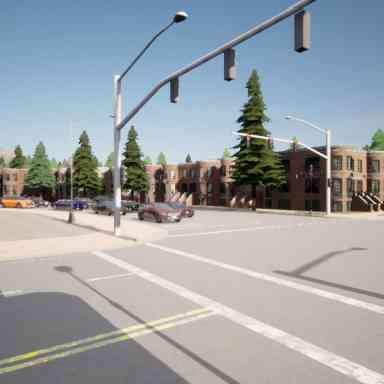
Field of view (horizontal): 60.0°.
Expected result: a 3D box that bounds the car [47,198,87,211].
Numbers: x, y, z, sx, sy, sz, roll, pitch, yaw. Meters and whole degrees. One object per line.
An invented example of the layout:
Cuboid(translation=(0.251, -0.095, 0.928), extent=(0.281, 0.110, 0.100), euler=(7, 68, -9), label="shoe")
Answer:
Cuboid(translation=(-14.971, 1.601, 39.995), extent=(4.718, 1.301, 1.895), euler=(0, 0, 38), label="car")

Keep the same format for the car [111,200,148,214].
Cuboid(translation=(-6.977, 1.601, 36.992), extent=(1.895, 1.301, 4.718), euler=(0, 0, -41), label="car")

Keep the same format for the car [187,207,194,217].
Cuboid(translation=(-1.613, 1.564, 30.066), extent=(1.994, 1.385, 4.181), euler=(0, 0, -37), label="car")

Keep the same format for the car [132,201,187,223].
Cuboid(translation=(-2.598, 1.526, 25.546), extent=(1.812, 1.442, 4.674), euler=(0, 0, -35), label="car")

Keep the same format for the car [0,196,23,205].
Cuboid(translation=(-32.892, 1.491, 58.985), extent=(4.902, 1.511, 2.128), euler=(0, 0, 9), label="car")

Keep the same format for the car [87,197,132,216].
Cuboid(translation=(-8.279, 1.547, 33.224), extent=(2.033, 1.411, 5.357), euler=(0, 0, -38), label="car")

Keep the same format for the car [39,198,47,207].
Cuboid(translation=(-23.286, 1.492, 49.070), extent=(4.902, 1.511, 2.128), euler=(0, 0, 23), label="car")

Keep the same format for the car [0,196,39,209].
Cuboid(translation=(-23.695, 1.352, 45.390), extent=(4.553, 1.767, 2.097), euler=(0, 0, 25), label="car")
